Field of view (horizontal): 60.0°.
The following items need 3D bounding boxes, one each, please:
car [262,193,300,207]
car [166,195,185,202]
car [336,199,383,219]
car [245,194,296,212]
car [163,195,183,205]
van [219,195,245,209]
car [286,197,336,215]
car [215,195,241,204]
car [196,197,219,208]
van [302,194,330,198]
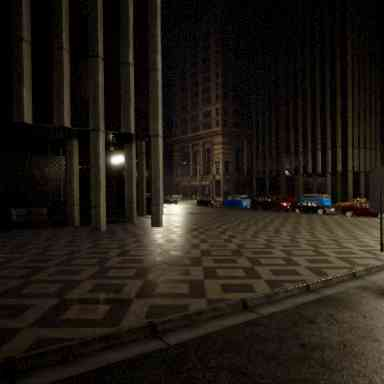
[{"bbox_3d":[12.599,1.130,47.321,2.192,1.841,5.009,-1,1,-36],"label":"car"},{"bbox_3d":[-3.535,1.256,69.745,2.008,1.369,4.403,-1,1,-36],"label":"car"},{"bbox_3d":[15.358,1.567,28.900,1.887,1.381,4.507,-1,1,-36],"label":"car"},{"bbox_3d":[8.898,1.290,37.864,2.192,1.841,5.009,-1,1,-36],"label":"car"},{"bbox_3d":[-4.018,1.438,55.800,2.008,1.369,4.403,-1,1,-36],"label":"car"},{"bbox_3d":[5.668,1.294,42.348,1.690,1.788,3.998,-1,1,-36],"label":"van"},{"bbox_3d":[12.129,1.549,33.383,2.008,1.369,4.403,-1,1,-36],"label":"car"},{"bbox_3d":[6.047,1.296,56.429,1.752,1.417,4.829,-1,1,-36],"label":"car"},{"bbox_3d":[2.440,1.371,46.832,1.967,1.590,4.097,-1,1,-36],"label":"car"},{"bbox_3d":[15.827,1.178,42.837,1.690,1.788,3.998,-1,1,-36],"label":"van"}]
